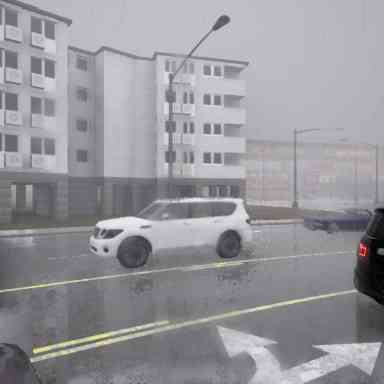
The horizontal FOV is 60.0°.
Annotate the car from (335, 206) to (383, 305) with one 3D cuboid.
[{"bbox_3d":[5.671,1.221,6.277,5.566,2.045,2.150,0,0,-23],"label":"car"}]

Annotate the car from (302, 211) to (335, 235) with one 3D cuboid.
[{"bbox_3d":[8.599,1.601,18.589,4.718,1.301,1.895,0,0,-16],"label":"car"}]

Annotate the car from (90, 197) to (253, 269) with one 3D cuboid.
[{"bbox_3d":[-0.552,1.221,11.415,5.566,2.045,2.150,0,0,-26],"label":"car"}]

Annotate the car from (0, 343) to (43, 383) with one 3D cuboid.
[{"bbox_3d":[-3.341,1.547,1.221,5.357,1.411,2.033,0,0,-37],"label":"car"}]
